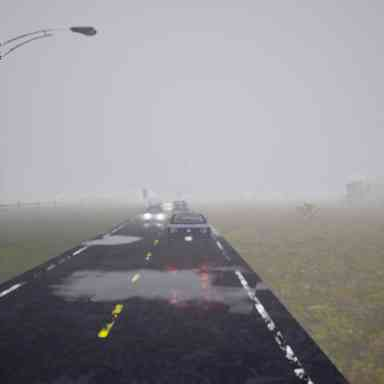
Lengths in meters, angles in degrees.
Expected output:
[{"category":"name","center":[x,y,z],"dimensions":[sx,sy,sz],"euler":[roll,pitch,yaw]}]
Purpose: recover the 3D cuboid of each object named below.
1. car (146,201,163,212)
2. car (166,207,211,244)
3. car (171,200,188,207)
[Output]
[{"category":"car","center":[-4.358,1.682,39.191],"dimensions":[1.895,1.301,4.718],"euler":[0,0,-5]},{"category":"car","center":[-0.202,1.623,15.853],"dimensions":[1.895,1.301,4.718],"euler":[0,0,-2]},{"category":"car","center":[-1.388,1.617,37.485],"dimensions":[2.033,1.411,5.357],"euler":[0,0,-5]}]
